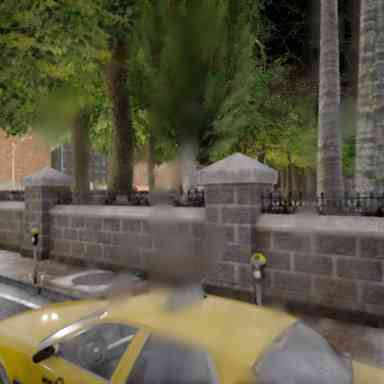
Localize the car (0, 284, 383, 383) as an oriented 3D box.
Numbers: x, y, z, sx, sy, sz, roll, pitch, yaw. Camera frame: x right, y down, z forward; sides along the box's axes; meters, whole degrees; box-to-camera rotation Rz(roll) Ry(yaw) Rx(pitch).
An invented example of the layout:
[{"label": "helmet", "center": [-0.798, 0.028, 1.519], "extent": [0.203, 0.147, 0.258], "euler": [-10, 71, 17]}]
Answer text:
[{"label": "car", "center": [-0.275, 1.523, 3.013], "extent": [4.829, 1.417, 1.752], "euler": [0, -1, 35]}]
